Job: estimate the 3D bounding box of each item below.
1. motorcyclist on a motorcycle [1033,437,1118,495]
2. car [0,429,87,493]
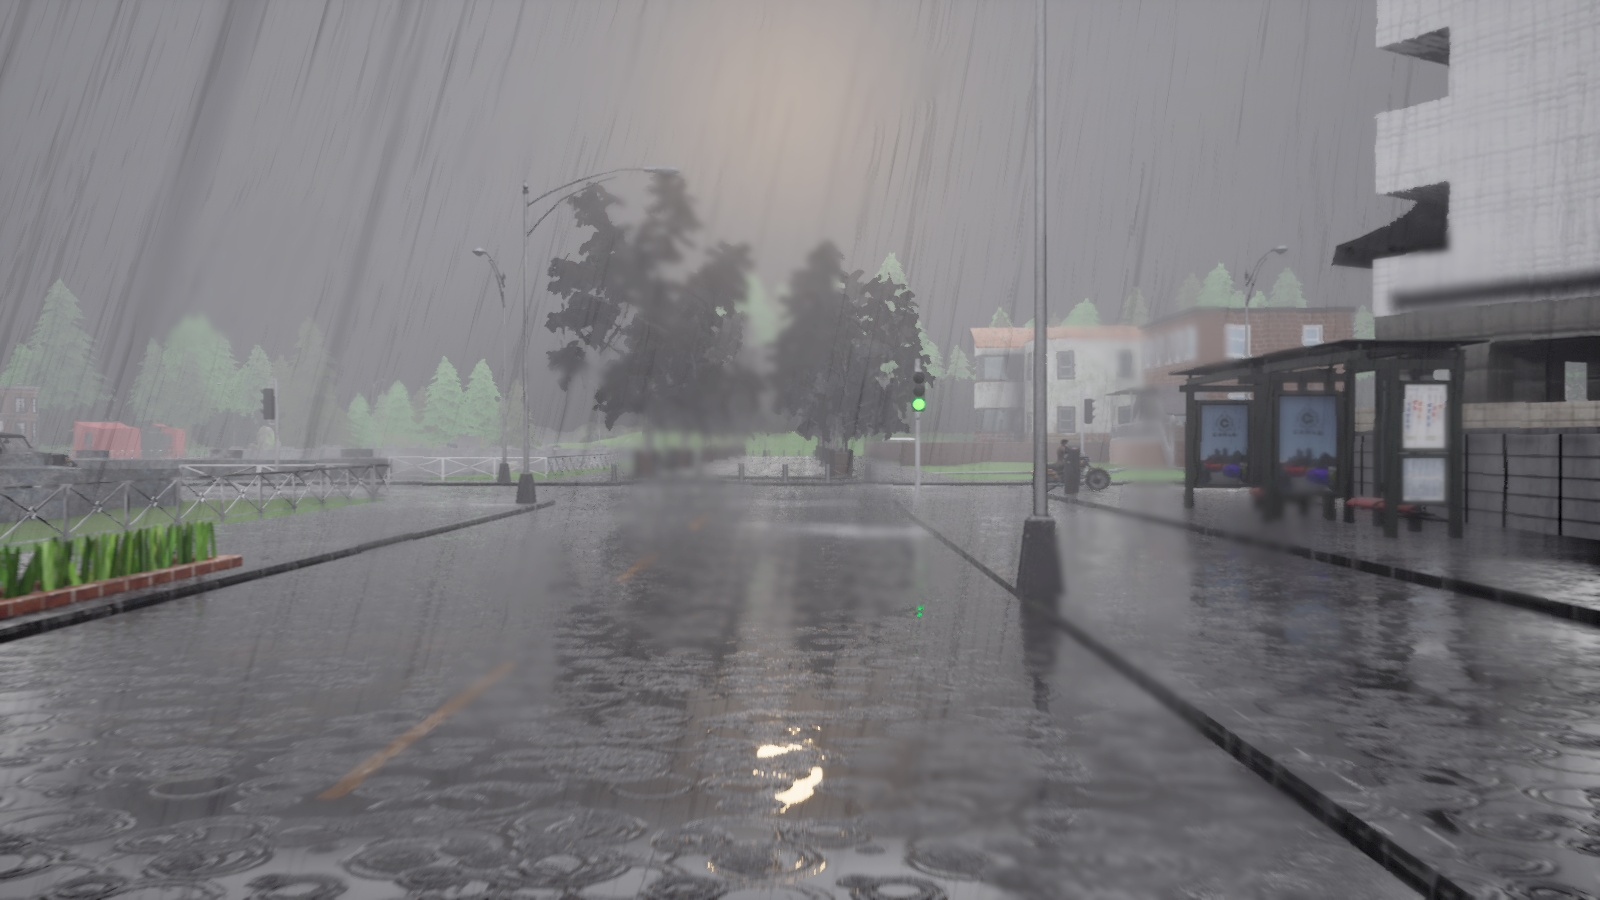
[{"bbox_3d":[8.234,0.473,37.575,2.350,1.649,0.766,-1,1,-6],"label":"motorcyclist on a motorcycle"},{"bbox_3d":[-23.945,0.310,37.795,3.866,1.878,1.905,0,0,0],"label":"car"}]
